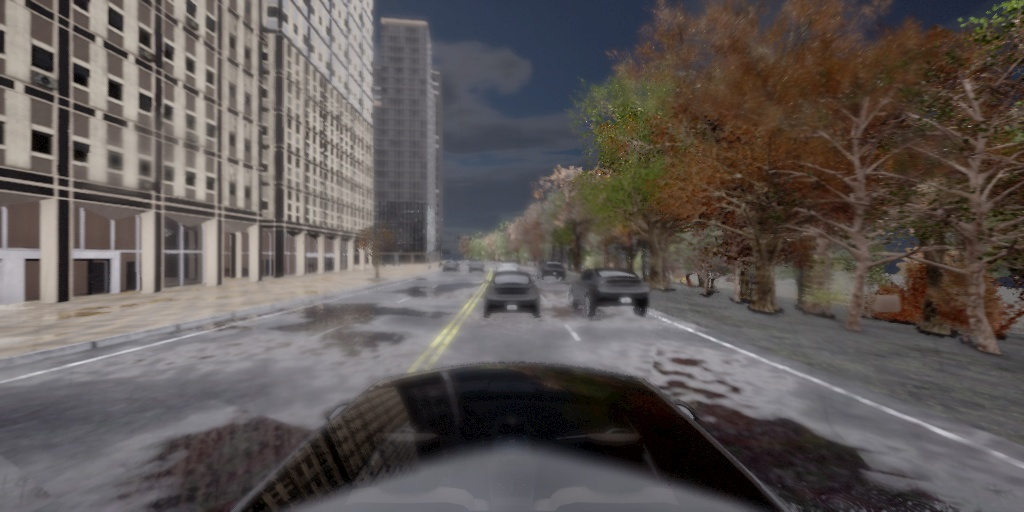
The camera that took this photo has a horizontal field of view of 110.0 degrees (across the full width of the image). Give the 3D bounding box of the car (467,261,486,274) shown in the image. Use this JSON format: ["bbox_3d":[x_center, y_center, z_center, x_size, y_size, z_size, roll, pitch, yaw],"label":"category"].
[{"bbox_3d":[-4.328,1.352,44.125,1.837,1.490,4.892,0,-1,-3],"label":"car"}]

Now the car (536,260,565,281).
[{"bbox_3d":[3.023,1.107,28.157,1.837,1.490,4.892,3,-2,-2],"label":"car"}]

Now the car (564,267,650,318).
[{"bbox_3d":[3.266,1.176,12.739,1.837,1.490,4.892,0,-3,-1],"label":"car"}]

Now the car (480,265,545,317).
[{"bbox_3d":[-0.014,1.280,13.168,1.837,1.490,4.892,0,0,0],"label":"car"}]

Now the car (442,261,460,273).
[{"bbox_3d":[-7.637,1.357,45.391,1.837,1.490,4.892,0,-1,-3],"label":"car"}]
